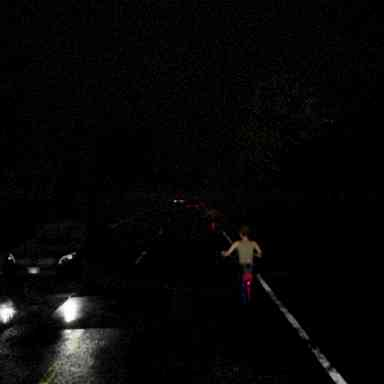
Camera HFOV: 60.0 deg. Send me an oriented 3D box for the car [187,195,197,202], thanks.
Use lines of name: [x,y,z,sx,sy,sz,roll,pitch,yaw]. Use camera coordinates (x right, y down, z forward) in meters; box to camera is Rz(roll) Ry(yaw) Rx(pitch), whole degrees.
car: [0.008,1.458,73.766,2.033,1.411,5.357,0,0,0]

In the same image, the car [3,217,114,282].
car: [-3.599,1.515,9.884,1.812,1.442,4.674,0,0,0]

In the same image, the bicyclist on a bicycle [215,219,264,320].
bicyclist on a bicycle: [0.983,1.430,6.333,0.866,1.612,1.509,0,0,0]

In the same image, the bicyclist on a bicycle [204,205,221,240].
bicyclist on a bicycle: [0.984,1.420,15.814,0.866,1.612,1.509,0,0,0]

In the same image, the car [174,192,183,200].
car: [-3.491,1.126,87.673,2.150,2.045,5.566,0,0,0]

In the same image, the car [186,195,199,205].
car: [0.107,1.463,57.932,1.812,1.442,4.674,0,0,0]
